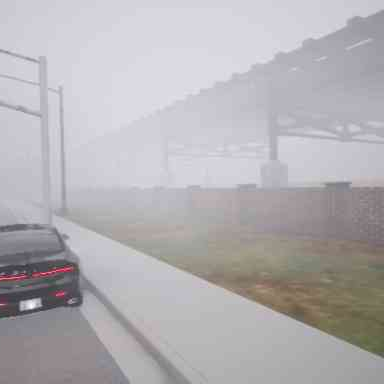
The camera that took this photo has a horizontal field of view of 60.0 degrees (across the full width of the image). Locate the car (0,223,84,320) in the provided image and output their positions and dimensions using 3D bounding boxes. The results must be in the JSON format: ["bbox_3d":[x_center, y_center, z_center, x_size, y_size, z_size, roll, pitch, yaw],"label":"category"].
[{"bbox_3d":[-3.666,1.438,7.125,1.837,1.490,4.892,-2,1,-30],"label":"car"}]
